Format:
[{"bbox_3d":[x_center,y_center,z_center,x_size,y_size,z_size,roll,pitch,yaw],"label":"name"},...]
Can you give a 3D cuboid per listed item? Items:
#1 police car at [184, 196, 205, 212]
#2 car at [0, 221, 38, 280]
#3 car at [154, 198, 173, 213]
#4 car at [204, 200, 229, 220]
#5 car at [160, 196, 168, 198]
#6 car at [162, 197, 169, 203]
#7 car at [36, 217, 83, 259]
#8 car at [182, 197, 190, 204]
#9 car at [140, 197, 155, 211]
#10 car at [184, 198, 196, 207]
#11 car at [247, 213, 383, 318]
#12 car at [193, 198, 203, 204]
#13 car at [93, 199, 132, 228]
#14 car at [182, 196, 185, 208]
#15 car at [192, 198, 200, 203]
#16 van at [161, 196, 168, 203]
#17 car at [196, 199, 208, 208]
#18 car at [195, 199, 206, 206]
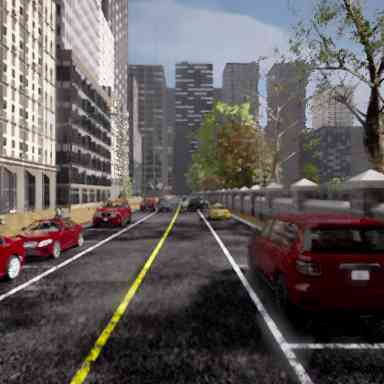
[{"bbox_3d":[0.311,1.716,44.268,1.930,1.638,5.238,0,0,-1],"label":"police car"},{"bbox_3d":[-5.473,1.597,7.394,1.887,1.381,4.507,0,0,0],"label":"car"},{"bbox_3d":[-3.318,1.827,42.376,2.033,1.411,5.357,0,0,-1],"label":"car"},{"bbox_3d":[2.331,1.724,29.809,1.752,1.417,4.829,0,0,-1],"label":"car"},{"bbox_3d":[-6.847,1.821,79.469,2.192,1.841,5.009,0,0,-1],"label":"car"},{"bbox_3d":[-7.121,2.152,90.546,1.802,1.307,4.206,0,0,-1],"label":"car"},{"bbox_3d":[-5.505,1.672,12.943,1.802,1.307,4.206,0,0,0],"label":"car"},{"bbox_3d":[-1.344,1.912,77.981,1.882,1.535,5.008,0,0,-1],"label":"car"},{"bbox_3d":[-6.024,1.620,46.231,2.192,1.841,5.009,0,0,-1],"label":"car"},{"bbox_3d":[-0.337,1.846,60.374,1.801,1.575,5.366,0,0,3],"label":"car"},{"bbox_3d":[2.551,1.366,7.451,2.192,1.841,5.009,0,0,0],"label":"car"},{"bbox_3d":[1.316,2.037,74.018,1.947,1.339,4.313,0,0,-1],"label":"car"},{"bbox_3d":[-5.613,1.479,24.039,2.192,1.841,5.009,0,0,-1],"label":"car"},{"bbox_3d":[-0.398,1.876,53.940,1.812,1.442,4.674,0,0,-14],"label":"car"},{"bbox_3d":[1.041,2.119,85.114,1.802,1.307,4.206,0,0,-1],"label":"car"},{"bbox_3d":[-6.984,1.879,85.008,1.690,1.788,3.998,0,0,-1],"label":"van"},{"bbox_3d":[1.729,1.953,57.374,1.802,1.307,4.206,0,0,-1],"label":"car"},{"bbox_3d":[1.591,1.970,62.922,1.947,1.339,4.313,0,0,-1],"label":"car"}]
